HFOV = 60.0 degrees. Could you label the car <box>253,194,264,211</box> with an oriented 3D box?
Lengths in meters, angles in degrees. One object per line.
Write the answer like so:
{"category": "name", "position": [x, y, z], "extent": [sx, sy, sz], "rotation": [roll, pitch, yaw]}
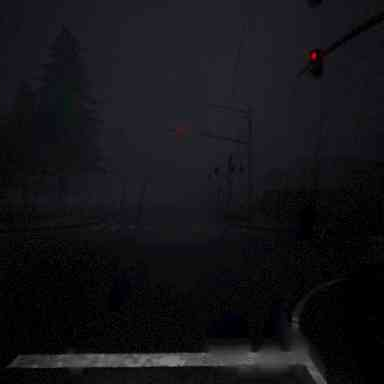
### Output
{"category": "car", "position": [8.888, 1.131, 36.313], "extent": [4.605, 1.855, 1.932], "rotation": [0, 0, -1]}

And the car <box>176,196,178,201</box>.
{"category": "car", "position": [-2.160, 1.301, 71.124], "extent": [1.812, 1.442, 4.674], "rotation": [0, 0, -13]}

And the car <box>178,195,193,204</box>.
{"category": "car", "position": [-0.872, 1.496, 60.939], "extent": [2.033, 1.411, 5.357], "rotation": [0, 0, -7]}
